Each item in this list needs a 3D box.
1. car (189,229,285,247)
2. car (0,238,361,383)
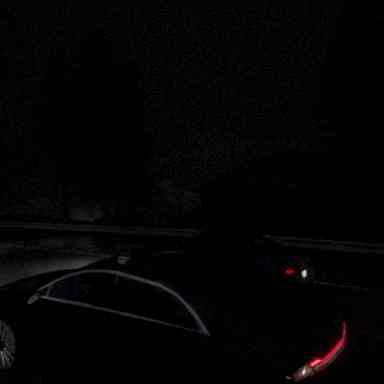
[{"bbox_3d":[0.462,1.556,7.469,4.181,1.385,1.994,-1,0,33],"label":"car"},{"bbox_3d":[-0.673,1.495,4.101,4.902,1.511,2.128,-1,0,34],"label":"car"}]
